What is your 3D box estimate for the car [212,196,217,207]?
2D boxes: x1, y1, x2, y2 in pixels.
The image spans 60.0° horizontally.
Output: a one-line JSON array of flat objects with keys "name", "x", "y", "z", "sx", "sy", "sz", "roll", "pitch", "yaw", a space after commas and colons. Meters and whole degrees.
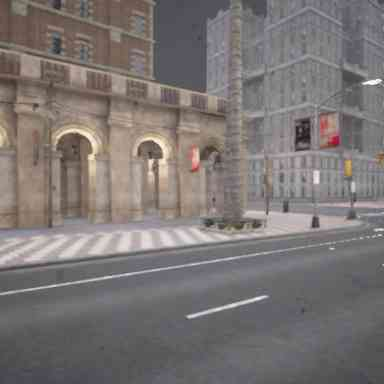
[{"name": "car", "x": 1.822, "y": 1.533, "z": 51.679, "sx": 1.812, "sy": 1.442, "sz": 4.674, "roll": 0, "pitch": 0, "yaw": -36}]

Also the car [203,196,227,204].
[{"name": "car", "x": 4.459, "y": 1.501, "z": 66.147, "sx": 2.128, "sy": 1.511, "sz": 4.902, "roll": 0, "pitch": 0, "yaw": -36}]
